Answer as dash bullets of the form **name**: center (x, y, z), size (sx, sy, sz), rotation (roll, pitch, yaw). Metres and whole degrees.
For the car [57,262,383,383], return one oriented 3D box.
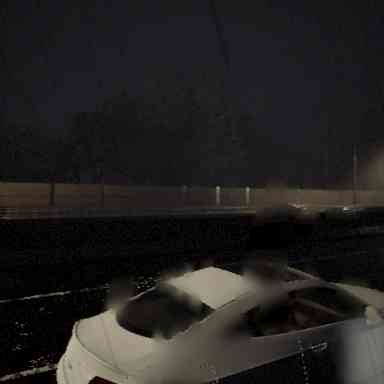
- **car**: center (0.940, 1.594, 3.904), size (4.674, 1.442, 1.812), rotation (1, -1, -31)

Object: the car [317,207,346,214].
- **car**: center (14.513, 2.135, 32.523), size (5.357, 1.411, 2.033), rotation (1, -1, -31)

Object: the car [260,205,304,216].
- **car**: center (8.980, 2.054, 33.313), size (5.008, 1.535, 1.882), rotation (1, -1, -31)

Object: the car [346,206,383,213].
- **car**: center (16.276, 2.024, 29.500), size (5.008, 1.535, 1.882), rotation (1, -1, -31)
